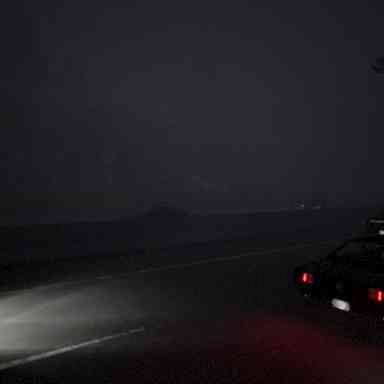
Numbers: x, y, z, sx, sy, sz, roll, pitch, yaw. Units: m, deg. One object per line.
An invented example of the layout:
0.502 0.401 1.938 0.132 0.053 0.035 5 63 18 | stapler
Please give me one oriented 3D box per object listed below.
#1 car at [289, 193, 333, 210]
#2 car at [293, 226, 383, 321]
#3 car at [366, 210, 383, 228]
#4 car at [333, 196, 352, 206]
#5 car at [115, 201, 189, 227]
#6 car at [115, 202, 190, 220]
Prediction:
14.036 1.097 39.787 5.566 2.045 2.150 0 0 -35 | car
4.283 1.574 6.800 4.718 1.301 1.895 0 0 -36 | car
9.752 1.431 14.999 4.902 1.511 2.128 0 0 -36 | car
21.888 1.322 49.648 4.902 1.511 2.128 0 0 -35 | car
-2.750 1.462 23.525 4.892 1.490 1.837 -1 0 -35 | car
-2.213 1.491 19.609 4.674 1.442 1.812 0 0 -36 | car
